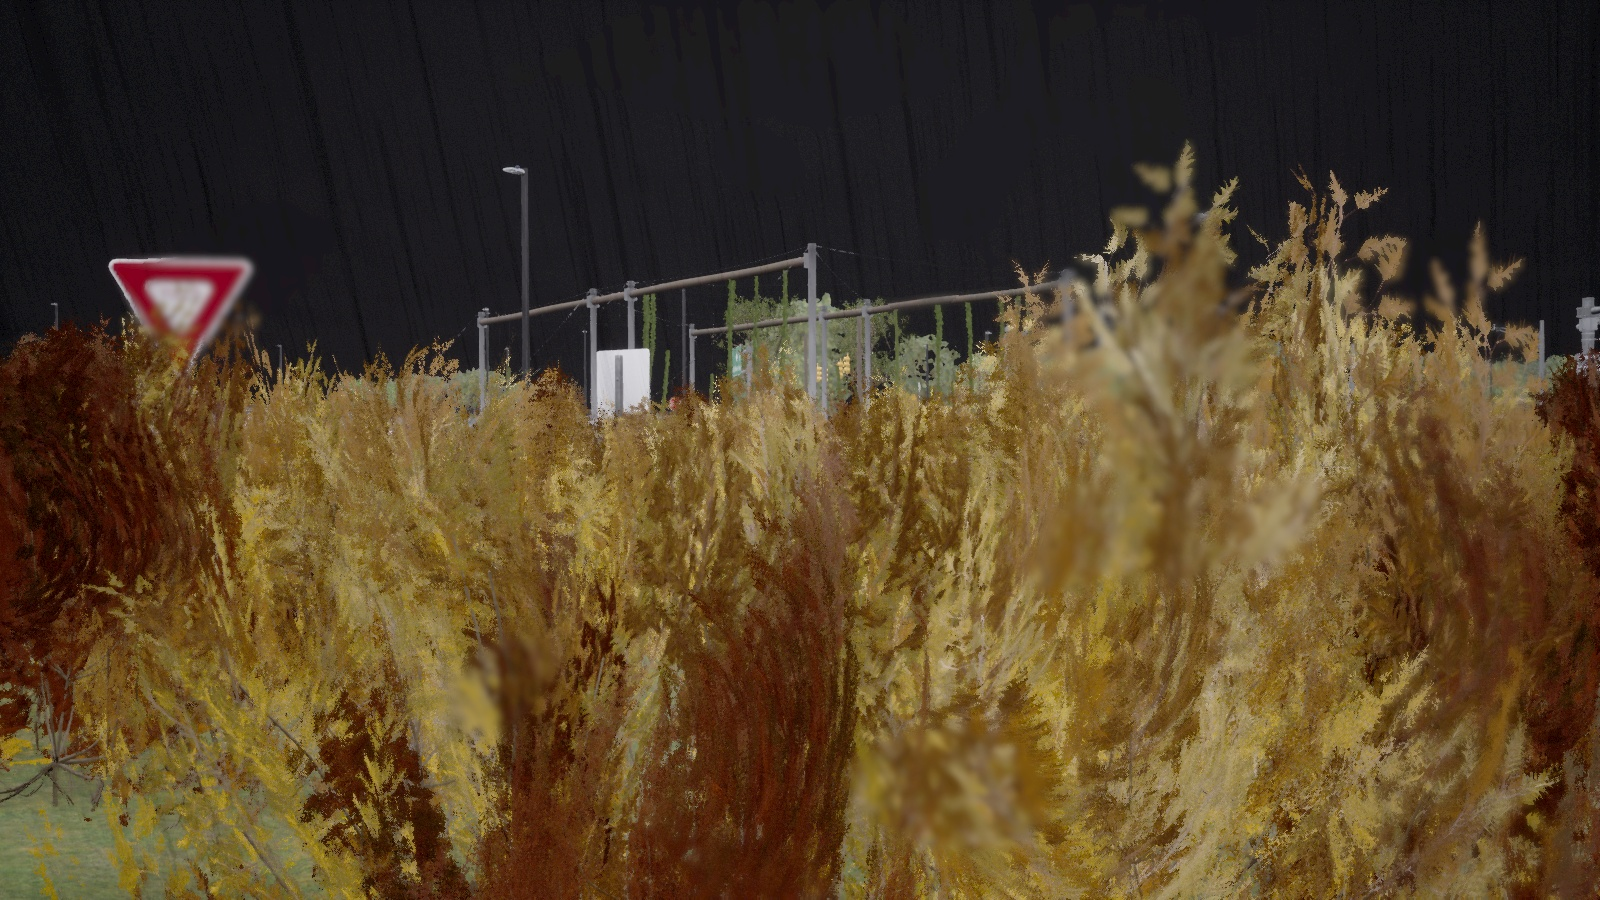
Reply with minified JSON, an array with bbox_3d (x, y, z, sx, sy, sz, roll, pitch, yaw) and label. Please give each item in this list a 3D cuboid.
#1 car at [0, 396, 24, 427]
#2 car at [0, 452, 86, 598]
[{"bbox_3d":[-49.659,-2.409,75.475,4.553,1.767,2.097,3,0,-7],"label":"car"},{"bbox_3d":[-10.417,0.753,13.385,4.674,1.442,1.812,0,2,6],"label":"car"}]
